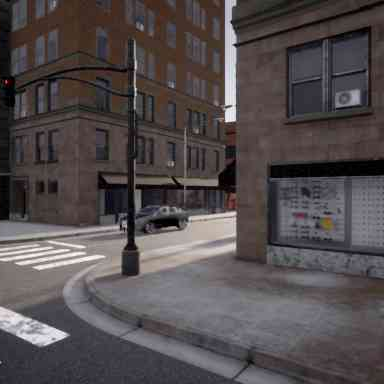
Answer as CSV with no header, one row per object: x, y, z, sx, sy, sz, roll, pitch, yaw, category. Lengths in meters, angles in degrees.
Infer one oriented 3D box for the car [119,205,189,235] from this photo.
-2.114,1.564,19.619,2.128,1.511,4.902,0,0,36,car
